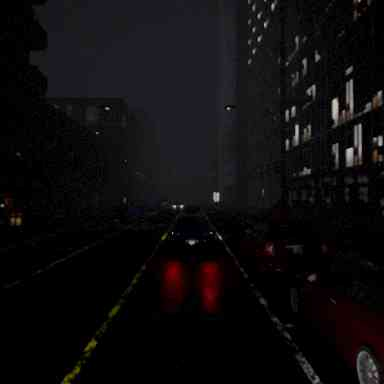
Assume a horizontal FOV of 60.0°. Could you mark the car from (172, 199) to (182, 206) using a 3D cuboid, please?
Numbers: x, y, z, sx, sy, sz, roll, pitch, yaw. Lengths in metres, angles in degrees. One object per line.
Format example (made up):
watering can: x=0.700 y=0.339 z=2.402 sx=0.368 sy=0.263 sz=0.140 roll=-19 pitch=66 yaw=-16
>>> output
car: x=-3.014 y=2.208 z=71.767 sx=1.812 sy=1.442 sz=4.674 roll=0 pitch=-1 yaw=0

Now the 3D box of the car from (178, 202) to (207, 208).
car: x=0.000 y=1.839 z=29.263 sx=1.994 sy=1.385 sz=4.181 roll=0 pitch=0 yaw=0

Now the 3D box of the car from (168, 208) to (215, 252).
car: x=0.003 y=1.661 z=14.402 sx=1.812 sy=1.442 sz=4.674 roll=0 pitch=0 yaw=0

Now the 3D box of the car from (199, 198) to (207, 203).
car: x=2.675 y=2.279 z=78.325 sx=1.752 sy=1.417 sz=4.829 roll=0 pitch=-1 yaw=0

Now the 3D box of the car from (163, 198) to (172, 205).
car: x=-5.705 y=2.192 z=78.155 sx=1.967 sy=1.590 sz=4.097 roll=0 pitch=-1 yaw=0

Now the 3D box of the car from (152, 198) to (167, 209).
car: x=-5.701 y=2.108 z=55.559 sx=1.802 sy=1.307 sz=4.206 roll=0 pitch=-1 yaw=0

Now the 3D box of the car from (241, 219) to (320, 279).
car: x=2.688 y=1.538 z=10.375 sx=1.967 sy=1.590 sz=4.097 roll=0 pitch=-1 yaw=0

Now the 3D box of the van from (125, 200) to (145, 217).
van: x=-5.696 y=1.651 z=32.969 sx=1.690 sy=1.788 sz=3.998 roll=0 pitch=-1 yaw=0

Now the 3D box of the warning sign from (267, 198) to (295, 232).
warning sign: x=5.064 y=1.294 z=18.969 sx=1.300 sy=1.860 sz=1.060 roll=0 pitch=-1 yaw=0

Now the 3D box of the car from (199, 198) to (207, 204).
car: x=2.674 y=2.249 z=83.803 sx=1.967 sy=1.590 sz=4.097 roll=0 pitch=-1 yaw=0

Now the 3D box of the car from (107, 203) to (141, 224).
car: x=-5.696 y=1.823 z=27.318 sx=1.947 sy=1.339 sz=4.313 roll=0 pitch=-1 yaw=0

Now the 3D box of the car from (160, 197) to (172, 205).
car: x=-5.704 y=1.954 z=66.859 sx=2.192 sy=1.841 sz=5.009 roll=0 pitch=-1 yaw=0

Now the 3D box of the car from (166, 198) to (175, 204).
car: x=-5.708 y=2.417 z=89.449 sx=2.008 sy=1.369 sz=4.403 roll=0 pitch=-1 yaw=0

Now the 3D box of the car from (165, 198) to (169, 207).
car: x=-5.702 y=2.164 z=61.208 sx=1.802 sy=1.307 sz=4.206 roll=0 pitch=-1 yaw=0

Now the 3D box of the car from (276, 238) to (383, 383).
car: x=2.689 y=1.627 z=4.726 sx=1.802 sy=1.307 sz=4.206 roll=0 pitch=-1 yaw=0
